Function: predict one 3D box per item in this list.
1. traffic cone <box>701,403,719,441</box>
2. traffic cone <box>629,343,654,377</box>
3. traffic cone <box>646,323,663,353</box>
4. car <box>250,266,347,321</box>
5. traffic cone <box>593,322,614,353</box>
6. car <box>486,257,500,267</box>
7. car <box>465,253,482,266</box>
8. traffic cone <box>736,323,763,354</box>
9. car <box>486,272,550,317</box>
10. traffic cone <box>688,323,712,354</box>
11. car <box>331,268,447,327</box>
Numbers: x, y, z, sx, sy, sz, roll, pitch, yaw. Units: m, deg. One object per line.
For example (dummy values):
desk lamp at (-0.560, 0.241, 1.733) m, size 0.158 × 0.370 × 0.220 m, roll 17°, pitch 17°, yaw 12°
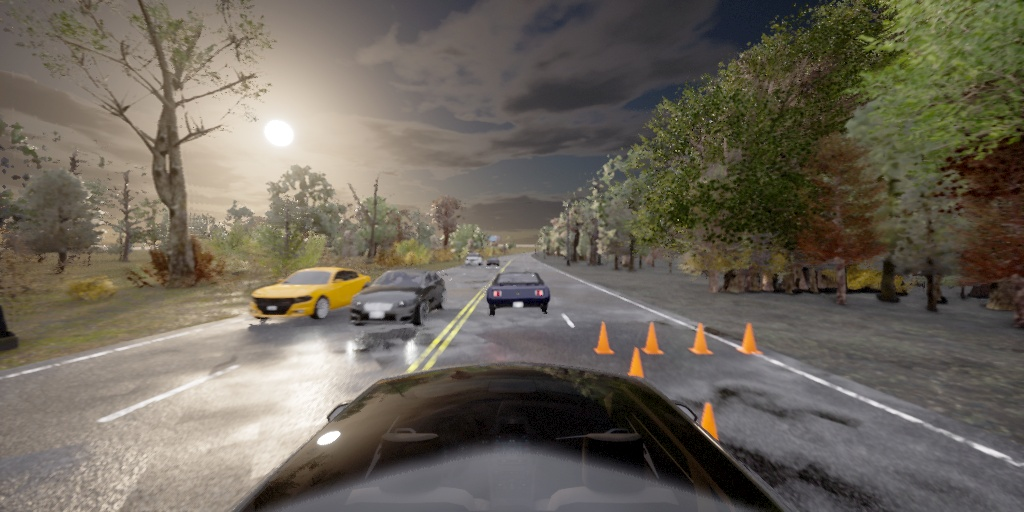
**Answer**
traffic cone at (1.866, 1.697, 3.411) m, size 0.340 × 0.580 × 0.340 m, roll 0°, pitch 0°, yaw 0°
traffic cone at (1.877, 1.683, 5.410) m, size 0.340 × 0.580 × 0.340 m, roll 0°, pitch 0°, yaw 0°
traffic cone at (2.887, 1.672, 7.405) m, size 0.340 × 0.580 × 0.340 m, roll 0°, pitch 0°, yaw 0°
car at (-6.532, 1.131, 12.281) m, size 1.882 × 1.535 × 5.008 m, roll 0°, pitch 0°, yaw 0°
traffic cone at (1.888, 1.669, 7.411) m, size 0.340 × 0.580 × 0.340 m, roll 0°, pitch 0°, yaw 0°
car at (-2.745, 0.884, 53.599) m, size 2.033 × 1.411 × 5.357 m, roll 0°, pitch 1°, yaw 1°
car at (-5.944, 0.525, 56.091) m, size 2.150 × 2.045 × 5.566 m, roll 0°, pitch 1°, yaw 1°
traffic cone at (4.888, 1.679, 7.394) m, size 0.340 × 0.580 × 0.340 m, roll 0°, pitch 0°, yaw 0°
car at (0.197, 1.208, 12.588) m, size 1.895 × 1.301 × 4.718 m, roll -1°, pitch -2°, yaw 0°
traffic cone at (3.888, 1.676, 7.400) m, size 0.340 × 0.580 × 0.340 m, roll 0°, pitch 0°, yaw 0°
car at (-3.290, 1.162, 11.244) m, size 2.128 × 1.511 × 4.902 m, roll 0°, pitch 0°, yaw 0°
